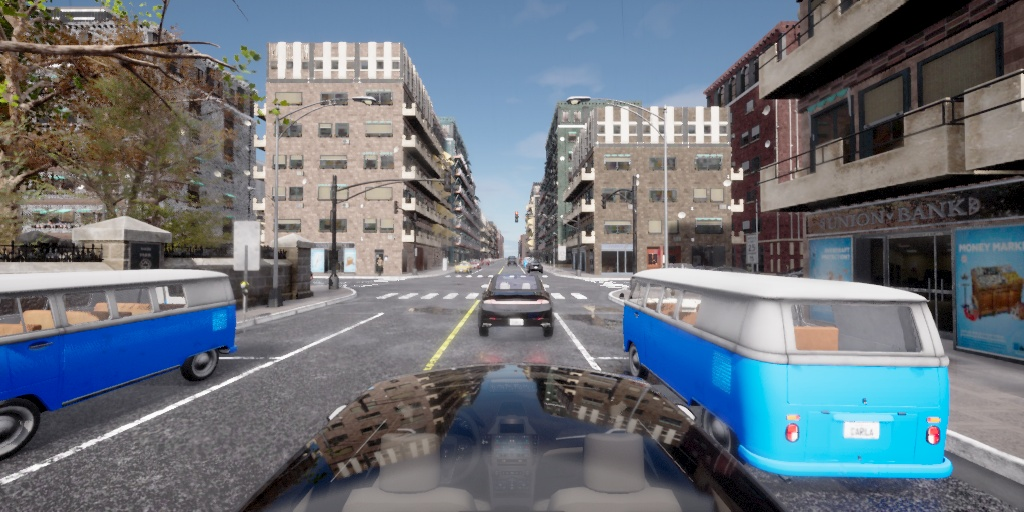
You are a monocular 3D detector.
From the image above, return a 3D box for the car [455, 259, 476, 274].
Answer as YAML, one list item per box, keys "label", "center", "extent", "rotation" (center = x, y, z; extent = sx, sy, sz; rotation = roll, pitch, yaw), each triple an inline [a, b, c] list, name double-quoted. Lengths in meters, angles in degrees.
- label: "car"
  center: [-5.681, 1.289, 42.363]
  extent: [1.751, 1.417, 4.829]
  rotation: [0, 0, 0]

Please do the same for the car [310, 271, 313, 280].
- label: "car"
  center: [-16.583, 0.999, 25.286]
  extent: [4.553, 1.767, 2.097]
  rotation: [0, -1, 1]

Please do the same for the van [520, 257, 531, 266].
- label: "van"
  center: [2.703, 1.112, 59.459]
  extent: [1.690, 1.789, 3.998]
  rotation: [0, 0, 0]

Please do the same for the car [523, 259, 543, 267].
- label: "car"
  center: [2.699, 1.330, 42.532]
  extent: [1.948, 1.339, 4.313]
  rotation: [0, 0, 0]

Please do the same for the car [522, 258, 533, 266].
- label: "car"
  center: [2.700, 1.317, 48.174]
  extent: [2.007, 1.370, 4.403]
  rotation: [0, 0, 0]

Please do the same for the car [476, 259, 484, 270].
- label: "car"
  center: [-5.680, 1.208, 53.819]
  extent: [1.967, 1.591, 4.097]
  rotation: [0, 0, 0]

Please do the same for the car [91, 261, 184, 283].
- label: "car"
  center: [-26.409, 1.119, 25.403]
  extent: [4.674, 1.442, 1.812]
  rotation: [0, -1, 1]

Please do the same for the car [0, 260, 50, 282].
- label: "car"
  center: [-36.507, 1.044, 25.532]
  extent: [4.892, 1.490, 1.837]
  rotation: [0, -1, 1]

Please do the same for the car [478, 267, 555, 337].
- label: "car"
  center: [0.102, 1.244, 10.315]
  extent: [2.128, 1.511, 4.902]
  rotation: [0, 0, 0]

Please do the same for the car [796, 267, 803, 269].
- label: "car"
  center: [25.546, 1.416, 27.977]
  extent: [5.008, 1.535, 1.882]
  rotation: [0, -1, 1]

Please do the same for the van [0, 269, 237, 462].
- label: "van"
  center: [-5.655, 1.092, 4.589]
  extent: [1.690, 1.789, 3.998]
  rotation: [0, 0, 0]

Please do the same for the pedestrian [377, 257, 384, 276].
- label: "pedestrian"
  center: [-12.533, 0.967, 33.977]
  extent: [0.375, 1.860, 0.375]
  rotation: [0, -1, 1]

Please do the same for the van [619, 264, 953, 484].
- label: "van"
  center: [2.659, 1.092, 4.585]
  extent: [1.690, 1.789, 3.998]
  rotation: [0, 0, 0]
